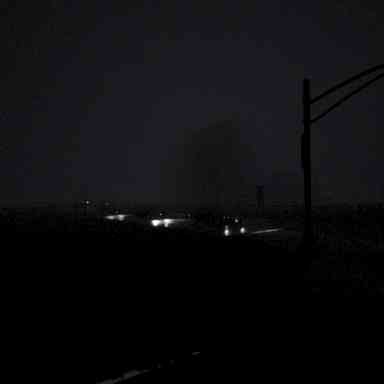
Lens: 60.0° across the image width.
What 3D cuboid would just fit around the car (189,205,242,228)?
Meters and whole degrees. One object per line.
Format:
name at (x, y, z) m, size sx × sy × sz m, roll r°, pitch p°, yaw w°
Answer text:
car at (1.662, 1.771, 25.126) m, size 2.128 × 1.511 × 4.902 m, roll -1°, pitch 0°, yaw -36°

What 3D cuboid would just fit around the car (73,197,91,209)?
car at (-20.425, 2.028, 62.250) m, size 2.150 × 2.045 × 5.566 m, roll -1°, pitch 0°, yaw -36°

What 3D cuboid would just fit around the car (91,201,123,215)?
car at (-10.588, 2.115, 42.221) m, size 2.033 × 1.411 × 5.357 m, roll -1°, pitch 0°, yaw -36°

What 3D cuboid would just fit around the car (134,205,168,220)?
car at (-4.168, 1.981, 33.243) m, size 1.994 × 1.385 × 4.181 m, roll -1°, pitch 0°, yaw -37°

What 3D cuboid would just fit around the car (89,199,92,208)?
car at (-14.369, 2.153, 53.812) m, size 2.128 × 1.511 × 4.902 m, roll -1°, pitch 0°, yaw -35°
